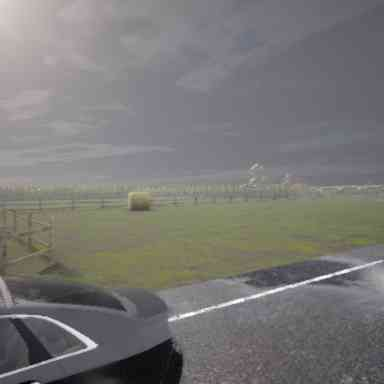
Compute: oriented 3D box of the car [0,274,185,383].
[{"bbox_3d":[-2.353,1.514,2.299,4.892,1.490,1.837,-1,0,-35],"label":"car"}]
